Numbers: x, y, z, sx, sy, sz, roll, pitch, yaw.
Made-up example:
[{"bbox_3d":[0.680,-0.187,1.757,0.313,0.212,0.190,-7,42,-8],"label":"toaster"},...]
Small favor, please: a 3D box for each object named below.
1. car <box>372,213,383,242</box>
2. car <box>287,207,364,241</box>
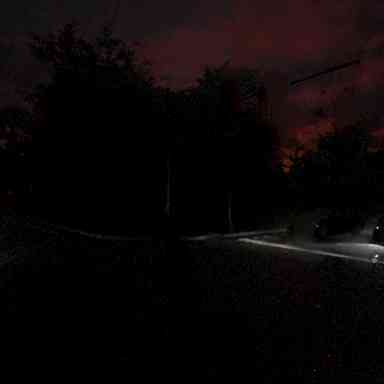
[{"bbox_3d":[10.310,1.672,15.601,4.181,1.385,1.994,0,0,-35],"label":"car"},{"bbox_3d":[7.129,1.576,17.636,5.008,1.535,1.882,0,0,-35],"label":"car"}]
